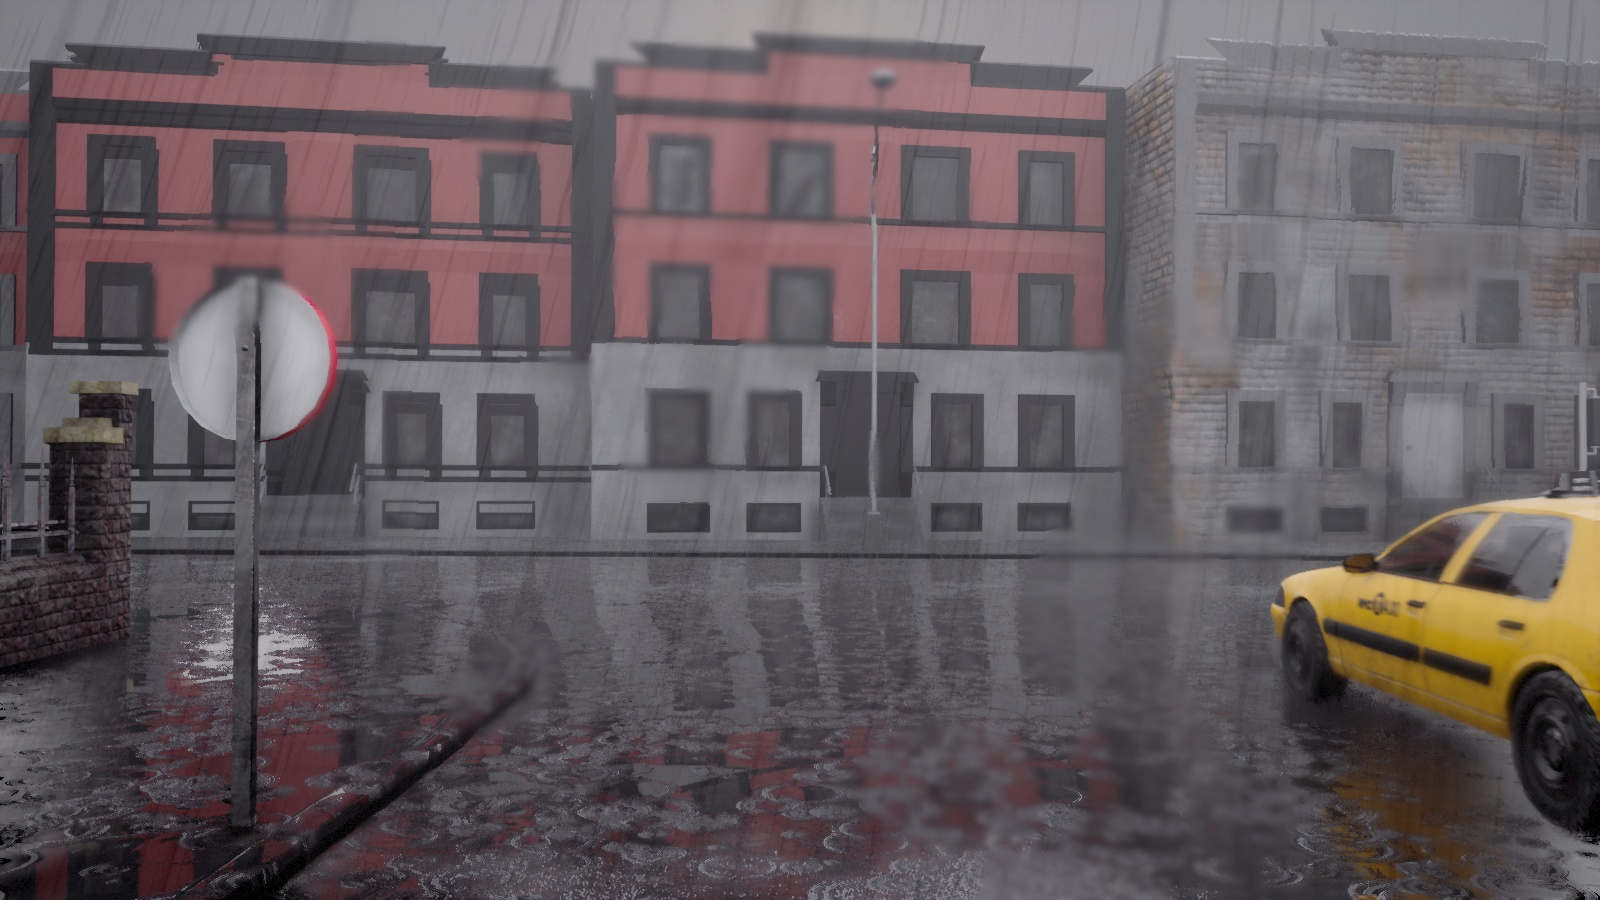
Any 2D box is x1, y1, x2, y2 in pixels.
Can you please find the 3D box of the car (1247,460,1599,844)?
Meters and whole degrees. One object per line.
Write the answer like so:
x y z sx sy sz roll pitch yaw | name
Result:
4.206 0.849 6.707 1.801 1.575 5.366 0 -1 1 | car
